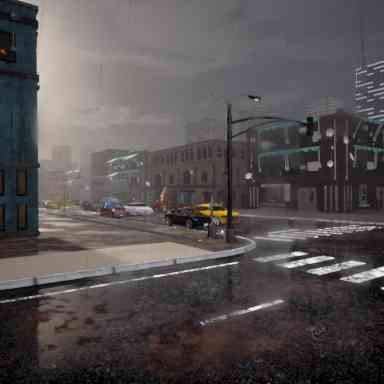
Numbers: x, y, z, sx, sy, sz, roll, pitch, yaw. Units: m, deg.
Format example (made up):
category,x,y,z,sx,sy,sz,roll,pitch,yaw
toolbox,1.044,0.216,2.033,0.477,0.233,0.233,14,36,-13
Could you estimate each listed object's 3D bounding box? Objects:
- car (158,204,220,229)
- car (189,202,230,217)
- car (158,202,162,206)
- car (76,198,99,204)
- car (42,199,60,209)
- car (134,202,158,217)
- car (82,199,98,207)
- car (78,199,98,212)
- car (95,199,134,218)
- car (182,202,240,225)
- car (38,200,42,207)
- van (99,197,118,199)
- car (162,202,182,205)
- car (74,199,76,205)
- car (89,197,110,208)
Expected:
category,x,y,z,sx,sy,sz,roll,pitch,yaw
car,-0.333,1.815,23.809,1.947,1.339,4.313,-1,0,-35
car,1.782,1.810,35.532,2.008,1.369,4.403,-2,0,-35
car,-4.615,1.966,44.565,1.802,1.307,4.206,-1,0,-35
car,-19.094,2.169,60.539,1.812,1.442,4.674,-1,0,-35
car,-24.153,2.233,57.649,1.752,1.417,4.829,-1,0,-35
car,-5.920,1.901,36.405,1.812,1.442,4.674,-1,0,-35
car,-20.613,2.228,67.150,1.887,1.381,4.507,-1,0,-35
car,-14.327,2.086,48.353,2.033,1.411,5.357,-1,0,-35
car,-8.258,1.846,35.203,1.967,1.590,4.097,-1,0,-35
car,1.582,1.705,25.810,1.882,1.535,5.008,-1,0,-36
car,-30.650,2.376,66.822,2.008,1.369,4.403,-1,0,-35
van,-14.219,1.907,58.116,1.690,1.788,3.998,-1,0,-35
car,-1.417,1.904,40.049,1.802,1.307,4.206,-2,0,-35
car,-27.011,2.364,76.184,1.947,1.339,4.313,-1,0,-35
car,-17.419,1.940,62.633,2.192,1.841,5.009,-1,0,-35
